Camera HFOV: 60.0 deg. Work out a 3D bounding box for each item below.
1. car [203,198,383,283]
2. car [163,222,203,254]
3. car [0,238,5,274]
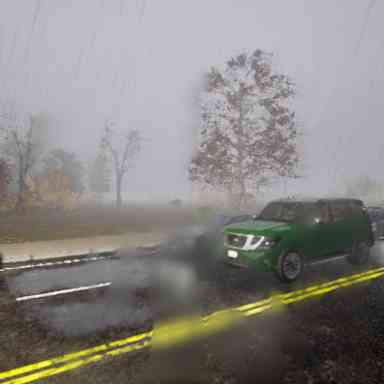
[{"bbox_3d":[3.276,1.205,10.000,5.566,2.045,2.150,0,0,-35],"label":"car"},{"bbox_3d":[1.591,1.531,12.785,5.357,1.411,2.033,0,0,-35],"label":"car"},{"bbox_3d":[-6.700,1.509,6.906,4.892,1.490,1.837,0,0,-37],"label":"car"}]
